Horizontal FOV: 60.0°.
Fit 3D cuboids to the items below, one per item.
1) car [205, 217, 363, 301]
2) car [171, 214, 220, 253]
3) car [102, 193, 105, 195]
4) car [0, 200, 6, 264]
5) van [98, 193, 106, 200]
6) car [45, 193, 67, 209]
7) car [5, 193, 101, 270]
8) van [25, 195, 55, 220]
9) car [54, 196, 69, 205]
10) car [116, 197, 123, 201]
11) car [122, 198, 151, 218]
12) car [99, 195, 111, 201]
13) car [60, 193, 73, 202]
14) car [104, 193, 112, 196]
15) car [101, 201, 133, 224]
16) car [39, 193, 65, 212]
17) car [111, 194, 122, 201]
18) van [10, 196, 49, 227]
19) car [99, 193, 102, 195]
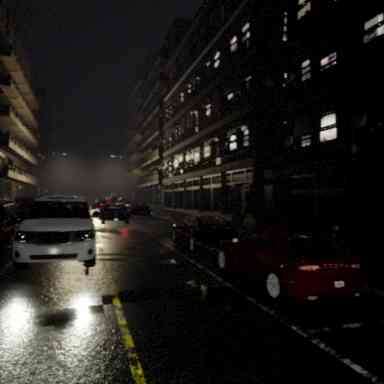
[{"bbox_3d":[2.105,1.595,8.409,1.887,1.381,4.507,3,-1,-18],"label":"car"},{"bbox_3d":[0.390,1.579,13.668,2.008,1.369,4.403,2,-1,-18],"label":"car"},{"bbox_3d":[-15.065,1.348,60.986,1.967,1.590,4.097,2,-1,-18],"label":"car"},{"bbox_3d":[-7.110,1.207,11.288,2.192,1.841,5.009,3,-1,-18],"label":"car"},{"bbox_3d":[-23.635,1.244,87.282,1.690,1.788,3.998,2,-1,-18],"label":"van"},{"bbox_3d":[-17.394,1.113,42.836,2.192,1.841,5.009,3,-1,-18],"label":"car"},{"bbox_3d":[-4.434,1.158,11.281,2.150,2.045,5.566,1,0,-18],"label":"car"},{"bbox_3d":[-12.253,1.178,27.062,1.690,1.788,3.998,3,-1,-18],"label":"van"},{"bbox_3d":[-20.833,1.343,53.351,1.947,1.339,4.313,3,-1,-18],"label":"car"},{"bbox_3d":[-6.465,1.504,34.701,1.887,1.381,4.507,2,-1,-18],"label":"car"},{"bbox_3d":[-4.751,1.518,29.443,1.887,1.381,4.507,2,-1,-18],"label":"car"},{"bbox_3d":[-11.312,1.460,41.490,1.994,1.385,4.181,1,0,-18],"label":"car"},{"bbox_3d":[-25.965,1.078,69.126,2.192,1.841,5.009,2,-1,-18],"label":"car"},{"bbox_3d":[-11.631,1.238,50.469,2.192,1.841,5.009,2,-1,-18],"label":"car"},{"bbox_3d":[-5.736,1.544,24.327,1.895,1.301,4.718,1,0,-18],"label":"car"},{"bbox_3d":[-15.680,1.125,37.578,2.192,1.841,5.009,3,-1,-18],"label":"car"},{"bbox_3d":[-8.168,1.387,39.964,1.967,1.590,4.097,2,-1,-18],"label":"car"},{"bbox_3d":[-10.538,1.194,21.802,1.690,1.788,3.998,3,-1,-18],"label":"van"},{"bbox_3d":[-18.499,1.481,71.503,1.802,1.307,4.206,2,-1,-18],"label":"car"}]
